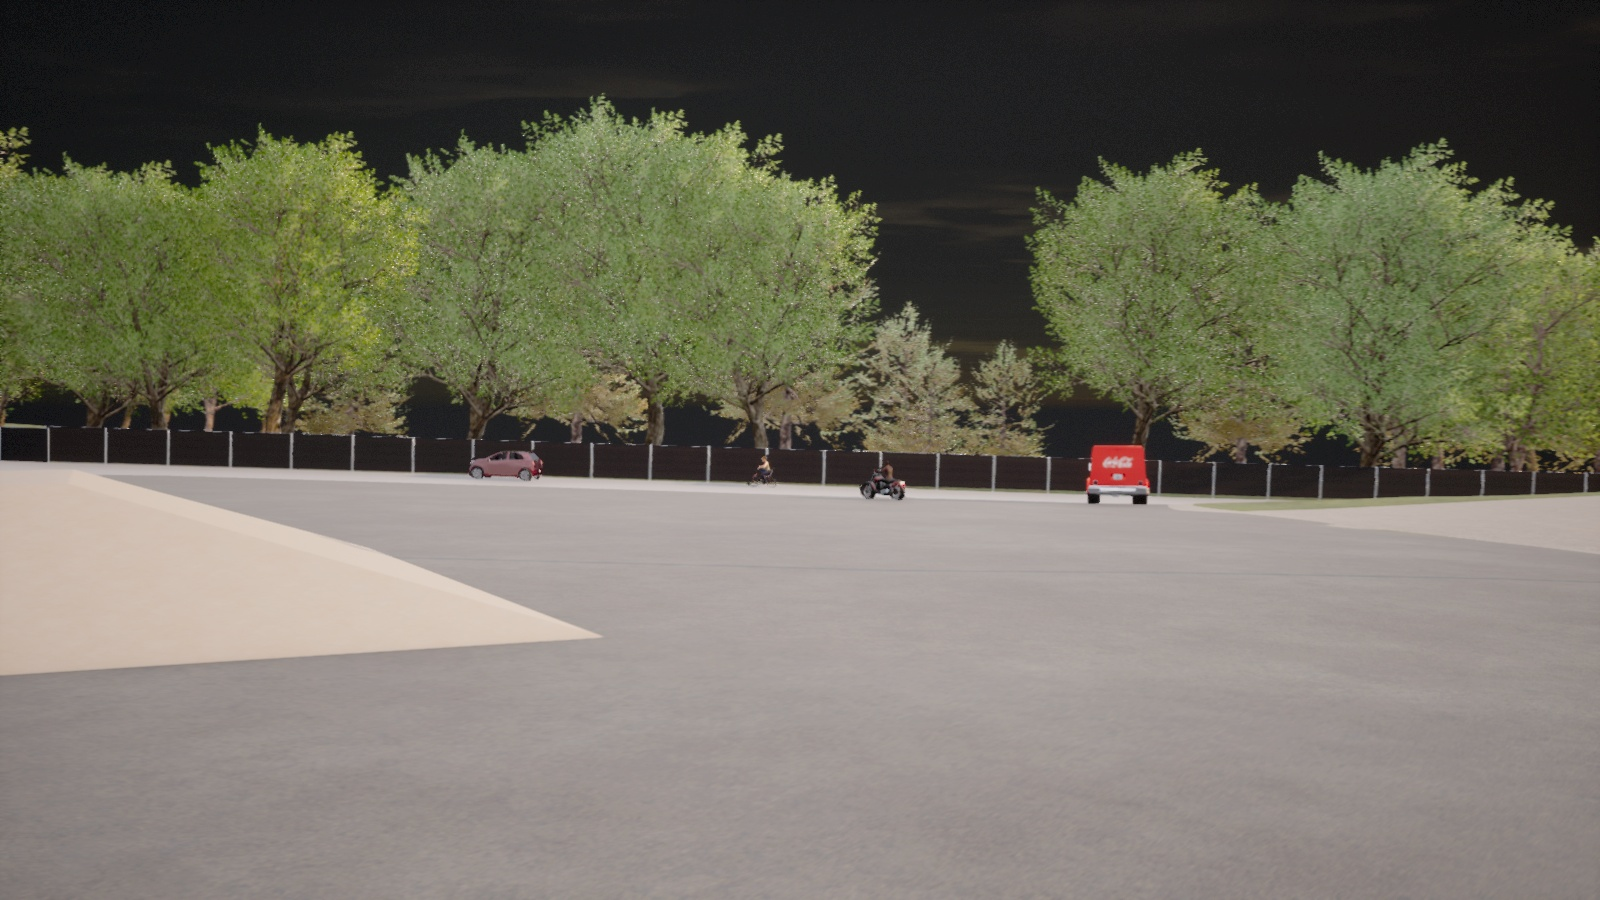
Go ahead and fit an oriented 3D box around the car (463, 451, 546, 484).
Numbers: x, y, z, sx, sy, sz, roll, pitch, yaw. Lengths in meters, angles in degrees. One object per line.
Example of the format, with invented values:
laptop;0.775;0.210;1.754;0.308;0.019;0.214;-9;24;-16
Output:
car;-14.992;0.869;63.775;3.633;1.501;1.845;2;2;6

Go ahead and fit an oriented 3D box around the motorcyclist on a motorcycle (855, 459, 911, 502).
motorcyclist on a motorcycle;3.329;1.212;50.471;0.766;1.649;2.350;1;-1;-42

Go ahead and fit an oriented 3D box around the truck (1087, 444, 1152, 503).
truck;13.911;1.079;54.875;2.627;2.467;5.204;0;-2;14
